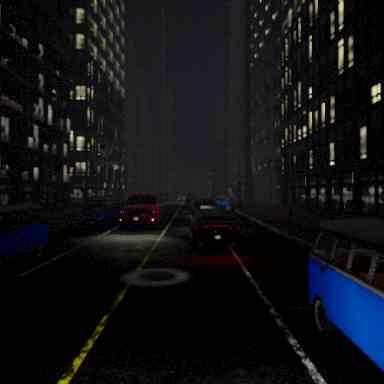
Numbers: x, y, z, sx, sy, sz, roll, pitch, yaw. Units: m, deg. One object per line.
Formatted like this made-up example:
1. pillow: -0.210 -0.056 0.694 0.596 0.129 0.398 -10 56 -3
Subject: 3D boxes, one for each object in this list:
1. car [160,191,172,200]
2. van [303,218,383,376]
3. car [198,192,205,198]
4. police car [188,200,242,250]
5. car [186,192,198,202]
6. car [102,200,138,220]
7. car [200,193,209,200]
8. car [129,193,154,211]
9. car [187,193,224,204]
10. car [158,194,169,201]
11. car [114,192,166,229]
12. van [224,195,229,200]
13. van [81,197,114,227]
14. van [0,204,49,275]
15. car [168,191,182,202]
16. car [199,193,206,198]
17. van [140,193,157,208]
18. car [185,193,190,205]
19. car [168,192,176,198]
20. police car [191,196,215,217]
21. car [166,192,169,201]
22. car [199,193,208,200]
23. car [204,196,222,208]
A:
1. car: -5.682 0.825 72.233 2.192 1.841 5.009 0 0 0
2. van: 2.695 1.318 4.002 1.690 1.788 3.998 0 0 0
3. car: 2.698 0.860 94.965 1.887 1.381 4.507 0 1 0
4. police car: 0.900 1.344 14.132 1.930 1.638 5.238 0 0 0
5. car: 0.001 0.925 64.363 2.097 1.767 4.553 0 0 0
6. car: -5.686 1.407 26.749 1.947 1.339 4.313 0 0 0
7. car: 2.697 1.034 72.395 1.752 1.417 4.829 0 0 0
8. car: -5.683 1.080 38.120 2.192 1.841 5.009 0 0 0
9. car: 0.900 1.210 23.991 2.097 1.767 4.553 0 0 0
10. car: -5.684 1.100 66.550 1.887 1.381 4.507 0 0 0
11. car: -3.100 1.098 21.180 2.150 2.045 5.566 0 0 0
12. van: 2.697 1.145 32.428 1.690 1.788 3.998 0 0 0
13. van: -5.684 1.218 21.062 1.690 1.788 3.998 0 0 0
14. van: -5.685 1.286 9.691 1.690 1.788 3.998 0 0 0
15. car: -3.029 0.808 62.675 2.150 2.045 5.566 0 0 1
16. car: 2.697 0.948 89.280 1.802 1.307 4.206 0 1 0
17. van: -5.683 1.066 43.805 1.690 1.788 3.998 0 0 0
18. car: 0.001 1.249 49.439 1.994 1.385 4.181 0 0 0
19. car: -5.682 0.755 94.978 1.967 1.590 4.097 0 1 0
20. police car: 0.901 1.245 30.132 1.930 1.638 5.238 0 0 0
21. car: -5.684 1.181 60.865 1.802 1.307 4.206 0 0 0
22. car: 2.697 1.029 77.911 1.947 1.339 4.313 0 0 0
23. car: 2.696 1.276 43.800 2.008 1.369 4.403 0 0 0
